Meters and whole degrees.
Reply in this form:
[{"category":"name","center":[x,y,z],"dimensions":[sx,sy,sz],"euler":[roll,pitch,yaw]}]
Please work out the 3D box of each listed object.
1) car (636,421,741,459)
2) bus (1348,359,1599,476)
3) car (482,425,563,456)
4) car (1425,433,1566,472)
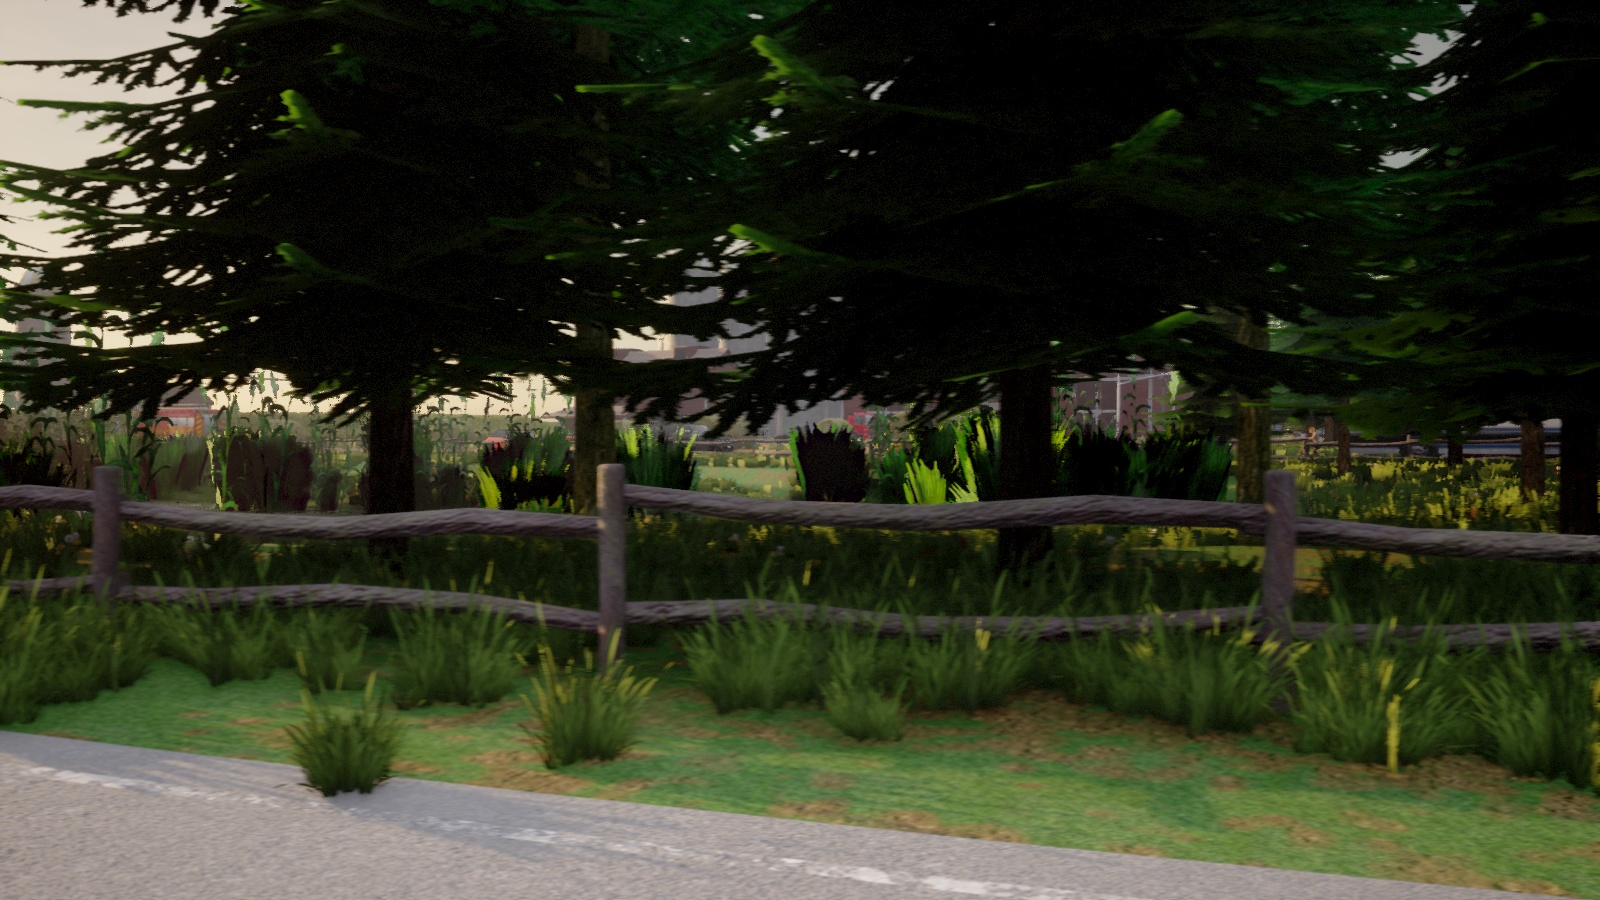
[{"category":"car","center":[-6.151,-0.587,69.171],"dimensions":[5.566,2.045,2.150],"euler":[1,1,31]},{"category":"bus","center":[27.146,-1.235,48.769],"dimensions":[10.273,4.253,3.944],"euler":[1,1,31]},{"category":"car","center":[-16.734,-0.589,75.650],"dimensions":[4.553,1.767,2.097],"euler":[1,1,31]},{"category":"car","center":[28.732,0.076,51.952],"dimensions":[5.008,1.535,1.882],"euler":[1,1,31]}]
